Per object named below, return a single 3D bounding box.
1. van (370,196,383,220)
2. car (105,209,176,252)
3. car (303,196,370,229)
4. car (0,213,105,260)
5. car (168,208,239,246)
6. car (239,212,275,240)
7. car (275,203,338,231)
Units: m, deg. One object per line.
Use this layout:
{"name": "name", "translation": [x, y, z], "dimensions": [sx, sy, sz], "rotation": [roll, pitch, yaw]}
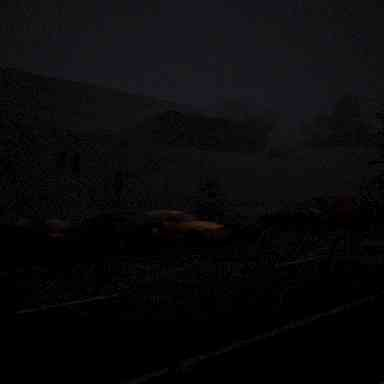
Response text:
{"name": "van", "translation": [11.361, 1.353, 24.603], "dimensions": [4.442, 1.987, 1.878], "rotation": [-1, -1, 34]}
{"name": "car", "translation": [-3.338, 1.571, 14.268], "dimensions": [4.792, 1.488, 2.163], "rotation": [-1, -1, 34]}
{"name": "car", "translation": [8.806, 1.332, 22.944], "dimensions": [5.566, 2.045, 2.435], "rotation": [-1, -1, 34]}
{"name": "car", "translation": [-5.739, 1.556, 12.515], "dimensions": [4.674, 1.452, 2.002], "rotation": [-1, -1, 34]}
{"name": "car", "translation": [-0.725, 1.552, 15.891], "dimensions": [5.366, 1.575, 1.946], "rotation": [-1, -1, 34]}
{"name": "car", "translation": [1.573, 1.600, 17.709], "dimensions": [4.792, 1.488, 2.163], "rotation": [-1, -1, 34]}
{"name": "car", "translation": [6.407, 1.622, 21.191], "dimensions": [4.674, 1.452, 2.002], "rotation": [-1, -1, 34]}
